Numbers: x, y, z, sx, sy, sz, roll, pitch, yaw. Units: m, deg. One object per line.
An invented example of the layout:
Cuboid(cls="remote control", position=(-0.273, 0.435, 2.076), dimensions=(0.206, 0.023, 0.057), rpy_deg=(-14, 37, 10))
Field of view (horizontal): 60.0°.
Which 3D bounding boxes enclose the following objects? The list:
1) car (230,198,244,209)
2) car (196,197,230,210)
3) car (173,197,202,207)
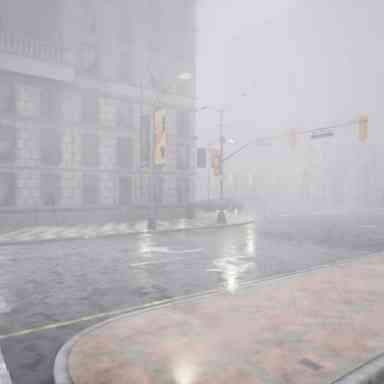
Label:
Cuboid(cls="car", position=(4.886, 1.505, 44.682), dimensions=(1.837, 1.490, 4.892), rpy_deg=(0, 0, -36))
Cuboid(cls="car", position=(2.325, 1.564, 42.249), dimensions=(1.994, 1.385, 4.181), rpy_deg=(0, 0, -36))
Cuboid(cls="car", position=(-0.800, 1.547, 52.627), dimensions=(2.033, 1.411, 5.357), rpy_deg=(0, 0, -35))
